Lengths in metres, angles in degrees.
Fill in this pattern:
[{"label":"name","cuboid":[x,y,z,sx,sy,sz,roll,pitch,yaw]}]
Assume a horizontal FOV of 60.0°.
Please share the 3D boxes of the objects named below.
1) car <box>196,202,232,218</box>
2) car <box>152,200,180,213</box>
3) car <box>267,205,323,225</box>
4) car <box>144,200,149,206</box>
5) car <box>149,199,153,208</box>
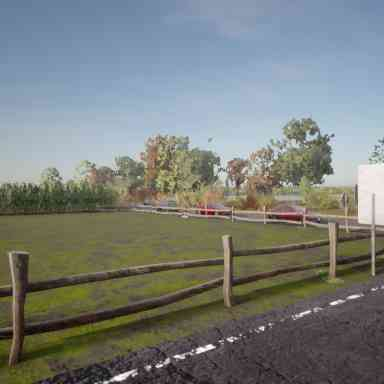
[{"label":"car","cuboid":[2.330,1.849,35.028,1.882,1.535,5.008,-1,0,-34]},{"label":"car","cuboid":[-3.258,2.075,44.076,1.994,1.385,4.181,-1,0,-27]},{"label":"car","cuboid":[8.107,1.756,26.634,1.812,1.442,4.674,-1,0,-35]},{"label":"car","cuboid":[-8.643,2.255,67.409,2.128,1.511,4.902,0,0,-19]},{"label":"car","cuboid":[-5.744,2.175,57.614,1.812,1.442,4.674,0,-1,-17]}]
